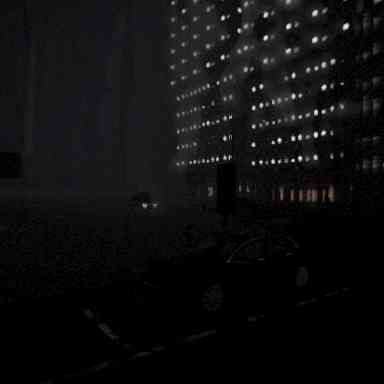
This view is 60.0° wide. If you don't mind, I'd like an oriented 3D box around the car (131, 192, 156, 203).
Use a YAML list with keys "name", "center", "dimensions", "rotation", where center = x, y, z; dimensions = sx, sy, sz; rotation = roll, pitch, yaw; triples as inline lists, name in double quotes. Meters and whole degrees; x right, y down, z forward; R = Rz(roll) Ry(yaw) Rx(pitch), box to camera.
- name: "car"
  center: [-6.838, 0.731, 46.439]
  dimensions: [1.882, 1.535, 5.008]
  rotation: [1, 1, -34]

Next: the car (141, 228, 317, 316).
- name: "car"
  center: [1.002, 1.541, 7.427]
  dimensions: [4.403, 1.369, 2.008]
  rotation: [0, 1, -36]
